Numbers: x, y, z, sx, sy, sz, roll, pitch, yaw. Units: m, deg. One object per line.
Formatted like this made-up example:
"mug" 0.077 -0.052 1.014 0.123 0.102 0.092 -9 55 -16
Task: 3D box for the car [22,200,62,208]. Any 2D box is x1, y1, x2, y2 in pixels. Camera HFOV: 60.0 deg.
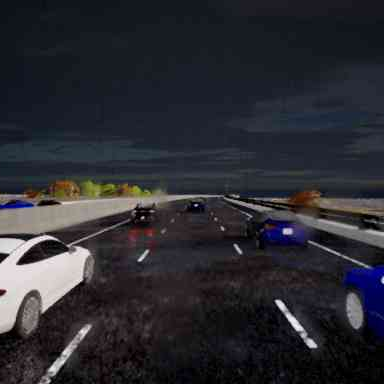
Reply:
"car" -13.758 1.537 31.604 1.812 1.442 4.674 0 0 1

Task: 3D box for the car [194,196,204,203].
"car" 1.615 1.647 73.650 2.128 1.511 4.902 0 0 3

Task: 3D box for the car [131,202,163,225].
"car" -3.207 1.497 24.335 2.128 1.511 4.902 0 0 1

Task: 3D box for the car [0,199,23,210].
"car" -17.239 1.489 32.347 1.882 1.535 5.008 0 0 1

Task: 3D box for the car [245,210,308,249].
"car" 3.569 1.505 14.674 2.163 1.488 4.792 0 0 1

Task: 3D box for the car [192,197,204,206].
"car" 1.039 1.628 55.692 1.994 1.385 4.181 0 0 2

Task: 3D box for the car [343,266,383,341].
"car" 3.504 1.477 3.721 1.882 1.535 5.008 0 0 0

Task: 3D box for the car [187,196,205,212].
"car" 0.500 1.533 39.627 2.163 1.488 4.792 0 0 1

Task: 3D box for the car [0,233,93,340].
"car" -3.378 1.523 6.410 1.812 1.442 4.674 0 0 0
